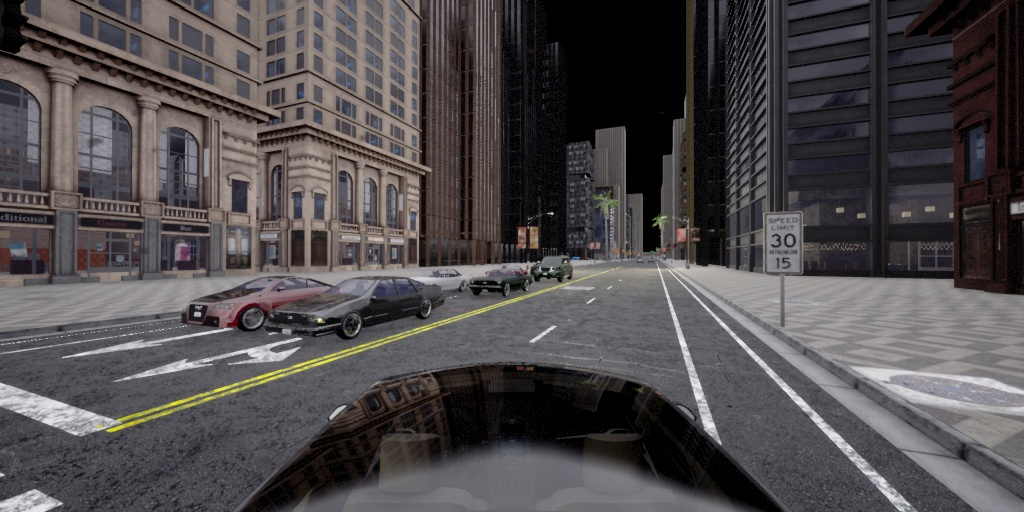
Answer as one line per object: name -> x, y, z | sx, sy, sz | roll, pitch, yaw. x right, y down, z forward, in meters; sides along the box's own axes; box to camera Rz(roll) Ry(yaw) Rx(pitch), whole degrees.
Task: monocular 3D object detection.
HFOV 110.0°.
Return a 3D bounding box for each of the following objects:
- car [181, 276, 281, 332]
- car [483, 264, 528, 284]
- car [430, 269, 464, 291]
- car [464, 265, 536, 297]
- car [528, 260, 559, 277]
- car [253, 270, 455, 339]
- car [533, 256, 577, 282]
car -> -7.313, 1.315, 11.034 | 1.994, 1.385, 4.181 | 0, 0, 22
car -> -0.376, 1.363, 28.424 | 1.895, 1.301, 4.718 | 0, 0, 22
car -> -4.070, 1.356, 19.173 | 1.895, 1.301, 4.718 | 0, 0, 22
car -> -0.488, 1.357, 19.377 | 1.895, 1.301, 4.718 | 0, 0, 22
car -> 3.443, 1.250, 37.889 | 1.882, 1.535, 5.008 | 0, 0, 22
car -> -4.042, 1.299, 10.471 | 2.033, 1.411, 5.357 | 0, 0, 22
car -> 3.481, 0.986, 29.310 | 2.150, 2.045, 5.566 | 0, 0, 22
